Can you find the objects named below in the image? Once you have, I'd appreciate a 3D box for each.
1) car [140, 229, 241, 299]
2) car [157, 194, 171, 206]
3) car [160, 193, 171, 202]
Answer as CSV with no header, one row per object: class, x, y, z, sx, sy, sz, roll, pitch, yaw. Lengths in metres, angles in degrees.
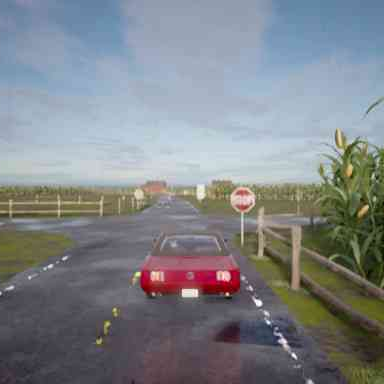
car,-0.040,1.569,8.346,1.895,1.301,4.718,0,0,0
car,-4.325,1.368,50.632,2.033,1.411,5.357,0,0,-3
car,-5.223,1.120,66.186,2.097,1.767,4.553,0,0,-4
